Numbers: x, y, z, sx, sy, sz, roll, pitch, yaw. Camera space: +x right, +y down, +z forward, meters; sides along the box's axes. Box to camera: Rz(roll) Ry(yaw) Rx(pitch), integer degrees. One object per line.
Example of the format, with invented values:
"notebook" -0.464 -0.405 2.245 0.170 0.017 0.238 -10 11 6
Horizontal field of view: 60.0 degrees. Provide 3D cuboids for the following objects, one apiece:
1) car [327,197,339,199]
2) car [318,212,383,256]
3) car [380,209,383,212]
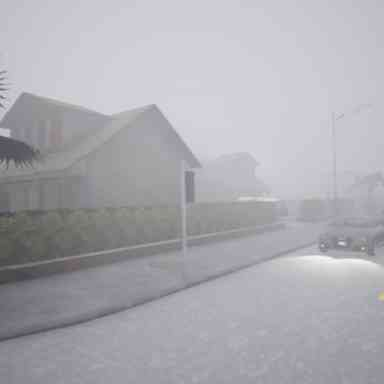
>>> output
"car" 26.331 1.915 63.452 3.866 1.878 1.905 -1 -1 -16
"car" 6.867 1.758 14.058 1.994 1.385 4.181 -2 -2 39
"car" 13.120 1.811 21.840 1.994 1.385 4.181 -2 -2 39
